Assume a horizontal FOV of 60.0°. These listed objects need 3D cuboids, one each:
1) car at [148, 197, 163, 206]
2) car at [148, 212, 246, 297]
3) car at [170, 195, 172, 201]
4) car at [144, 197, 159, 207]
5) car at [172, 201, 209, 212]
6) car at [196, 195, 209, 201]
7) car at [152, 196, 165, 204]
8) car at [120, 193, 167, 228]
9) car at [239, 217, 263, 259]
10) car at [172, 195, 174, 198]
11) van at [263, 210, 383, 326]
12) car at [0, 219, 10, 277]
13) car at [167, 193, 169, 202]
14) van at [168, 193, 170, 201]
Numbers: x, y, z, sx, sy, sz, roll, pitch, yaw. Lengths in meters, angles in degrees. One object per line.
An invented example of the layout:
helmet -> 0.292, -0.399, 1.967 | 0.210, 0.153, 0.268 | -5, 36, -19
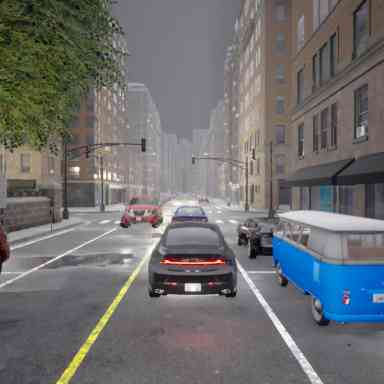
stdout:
car -> -6.102, 1.520, 55.825 | 2.008, 1.369, 4.403 | 0, 0, 0
car -> 0.009, 1.503, 8.536 | 1.837, 1.490, 4.892 | 0, 0, 0
car -> -6.273, 1.522, 77.628 | 2.008, 1.369, 4.403 | 0, 0, 0
car -> -6.058, 1.497, 50.205 | 1.752, 1.417, 4.829 | 0, 0, 0
car -> -0.104, 1.472, 18.032 | 1.882, 1.535, 5.008 | 0, 0, 0
car -> 2.336, 1.409, 66.830 | 1.967, 1.590, 4.097 | 0, 0, 0
car -> -6.145, 1.513, 61.276 | 1.887, 1.381, 4.507 | 0, 0, 0
car -> -3.170, 1.220, 22.386 | 2.150, 2.045, 5.566 | 0, 0, 0
car -> 2.764, 1.563, 12.455 | 1.947, 1.339, 4.313 | 0, 0, 0
car -> -6.317, 1.288, 83.079 | 2.192, 1.841, 5.009 | 0, 0, 0
van -> 2.808, 1.340, 6.795 | 1.690, 1.788, 3.998 | 0, 0, 0
car -> -5.717, 1.314, 6.688 | 2.192, 1.841, 5.009 | 0, 0, 0
car -> -6.188, 1.513, 66.727 | 1.887, 1.381, 4.507 | 0, 0, 0
van -> -6.231, 1.310, 72.177 | 1.690, 1.788, 3.998 | 0, 0, 0
